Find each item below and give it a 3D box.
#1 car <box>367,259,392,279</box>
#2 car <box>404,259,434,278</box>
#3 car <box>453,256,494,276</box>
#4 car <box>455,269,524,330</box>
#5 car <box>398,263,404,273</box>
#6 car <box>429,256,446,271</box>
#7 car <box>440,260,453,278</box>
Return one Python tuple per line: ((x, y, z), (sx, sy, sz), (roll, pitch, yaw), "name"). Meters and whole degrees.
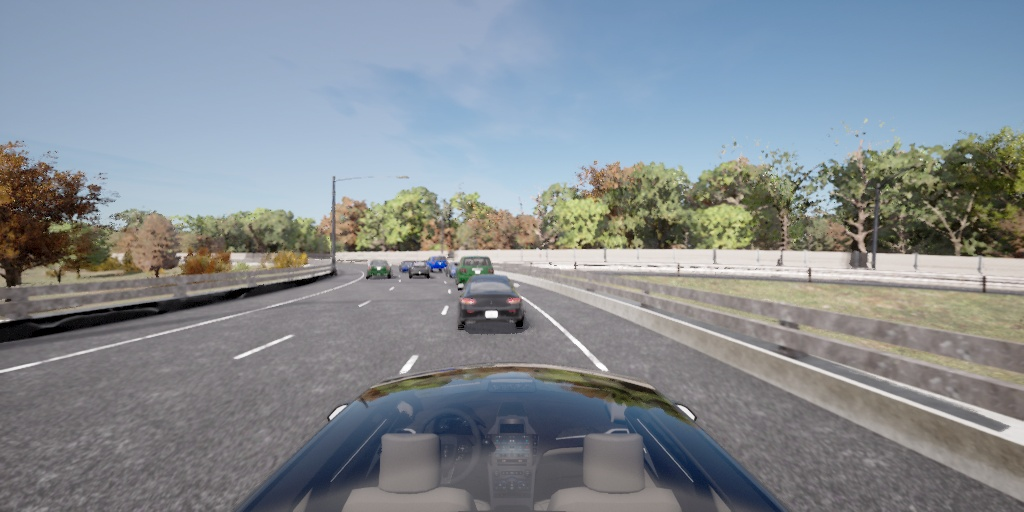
((-12.571, 1.171, 34.097), (2.097, 1.767, 4.553), (0, 0, -18), "car")
((-9.026, 1.308, 34.572), (2.128, 1.511, 4.902), (0, 0, -17), "car")
((-2.428, 1.010, 22.775), (2.150, 2.045, 5.566), (0, 0, -11), "car")
((-0.716, 1.293, 11.200), (1.812, 1.442, 4.674), (0, 0, -5), "car")
((-13.148, 1.402, 45.222), (1.994, 1.385, 4.181), (0, 0, -24), "car")
((-9.857, 1.060, 46.497), (2.150, 2.045, 5.566), (0, 0, -23), "car")
((-5.404, 1.361, 34.727), (2.033, 1.411, 5.357), (0, 0, -17), "car")
